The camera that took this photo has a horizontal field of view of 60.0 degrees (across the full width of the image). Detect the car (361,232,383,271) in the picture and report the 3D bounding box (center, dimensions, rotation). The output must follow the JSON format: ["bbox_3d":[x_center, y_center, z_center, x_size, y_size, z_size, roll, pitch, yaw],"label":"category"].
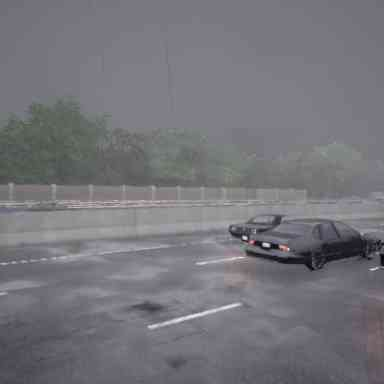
[{"bbox_3d":[6.819,1.531,8.730,4.902,1.511,2.128,0,0,-35],"label":"car"}]

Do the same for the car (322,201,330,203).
[{"bbox_3d":[19.248,1.518,47.680,4.181,1.385,1.994,1,0,-35],"label":"car"}]

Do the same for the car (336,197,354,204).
[{"bbox_3d":[21.305,1.321,44.849,4.553,1.767,2.097,1,0,-35],"label":"car"}]

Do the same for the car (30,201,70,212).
[{"bbox_3d":[-13.252,1.508,28.930,4.902,1.511,2.128,0,0,-35],"label":"car"}]

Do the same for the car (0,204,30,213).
[{"bbox_3d":[-12.910,1.527,20.577,4.674,1.442,1.812,0,0,-35],"label":"car"}]

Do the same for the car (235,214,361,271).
[{"bbox_3d":[4.178,1.583,11.022,5.357,1.411,2.033,0,0,-35],"label":"car"}]

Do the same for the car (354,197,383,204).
[{"bbox_3d":[23.280,1.639,41.958,5.566,2.045,2.150,1,0,-35],"label":"car"}]

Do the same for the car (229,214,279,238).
[{"bbox_3d":[4.030,1.651,15.216,4.718,1.301,1.895,1,0,-35],"label":"car"}]

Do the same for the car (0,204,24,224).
[{"bbox_3d":[-14.672,1.602,23.620,4.718,1.301,1.895,0,0,-35],"label":"car"}]
